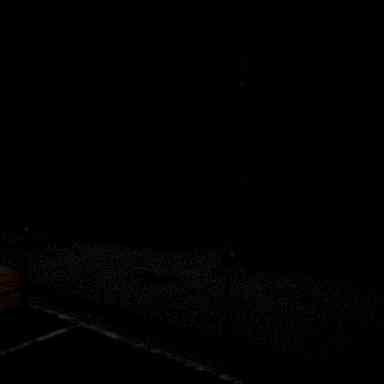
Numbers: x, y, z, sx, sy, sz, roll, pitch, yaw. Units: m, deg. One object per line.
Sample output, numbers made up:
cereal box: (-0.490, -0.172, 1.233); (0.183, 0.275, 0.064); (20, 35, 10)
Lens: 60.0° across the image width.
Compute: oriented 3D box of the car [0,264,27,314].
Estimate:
car: (-5.087, 1.518, 6.436); (4.829, 1.417, 1.752); (0, 0, 35)
